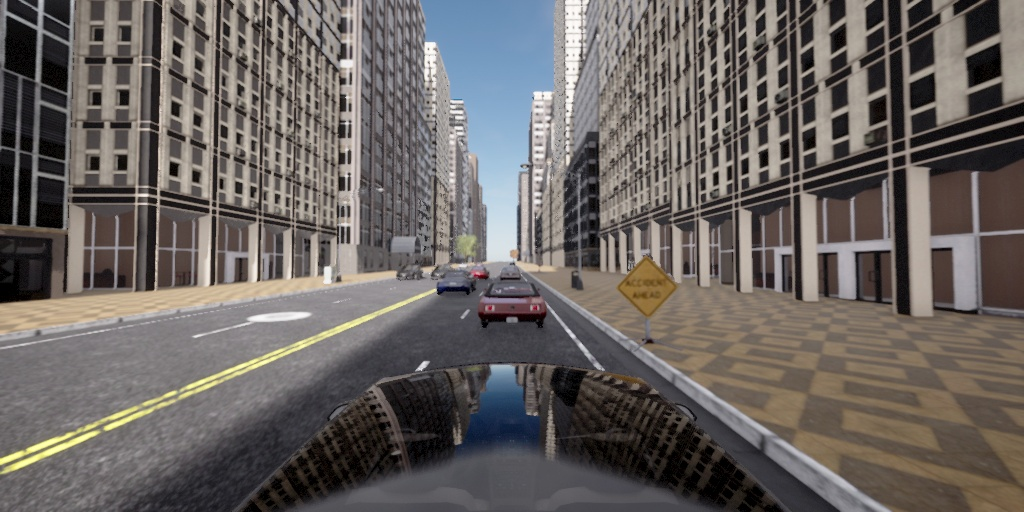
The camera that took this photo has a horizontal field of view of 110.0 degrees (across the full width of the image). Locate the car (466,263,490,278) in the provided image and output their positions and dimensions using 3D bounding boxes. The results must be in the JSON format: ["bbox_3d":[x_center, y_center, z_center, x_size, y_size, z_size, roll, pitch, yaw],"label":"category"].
[{"bbox_3d":[-3.419,1.707,37.553,1.994,1.385,4.181,0,-1,0],"label":"car"}]

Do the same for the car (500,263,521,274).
[{"bbox_3d":[-0.132,1.635,32.587,2.033,1.411,5.357,0,-1,0],"label":"car"}]

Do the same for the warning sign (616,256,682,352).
[{"bbox_3d":[2.817,0.926,7.422,1.300,1.860,1.060,0,0,0],"label":"warning sign"}]

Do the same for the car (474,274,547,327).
[{"bbox_3d":[0.006,1.460,11.893,1.895,1.301,4.718,0,-1,0],"label":"car"}]

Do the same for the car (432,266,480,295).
[{"bbox_3d":[-3.299,1.534,21.908,1.994,1.385,4.181,0,-1,0],"label":"car"}]

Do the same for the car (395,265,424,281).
[{"bbox_3d":[-10.099,1.630,35.760,1.837,1.490,4.892,0,-1,0],"label":"car"}]

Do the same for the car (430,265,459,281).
[{"bbox_3d":[-6.849,1.629,35.790,1.837,1.490,4.892,0,-1,0],"label":"car"}]
